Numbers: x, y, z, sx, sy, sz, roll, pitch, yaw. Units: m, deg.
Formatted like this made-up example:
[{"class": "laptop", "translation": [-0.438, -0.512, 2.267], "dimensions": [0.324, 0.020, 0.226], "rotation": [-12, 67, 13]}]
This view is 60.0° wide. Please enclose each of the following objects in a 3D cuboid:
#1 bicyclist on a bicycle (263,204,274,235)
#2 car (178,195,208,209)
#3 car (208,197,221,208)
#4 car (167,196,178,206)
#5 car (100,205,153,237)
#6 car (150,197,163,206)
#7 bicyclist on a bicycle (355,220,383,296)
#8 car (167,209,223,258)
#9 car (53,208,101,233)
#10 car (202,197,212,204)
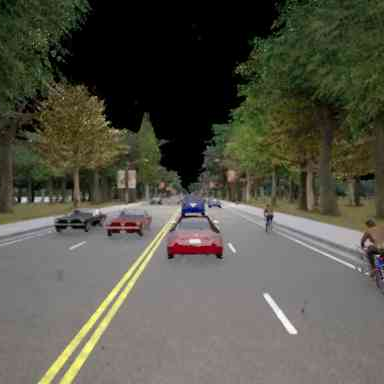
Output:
[{"class": "bicyclist on a bicycle", "translation": [4.145, 1.490, 17.975], "dimensions": [0.582, 1.620, 1.656], "rotation": [0, 0, 0]}, {"class": "car", "translation": [0.104, 1.294, 31.537], "dimensions": [2.150, 2.045, 5.566], "rotation": [0, 0, 0]}, {"class": "car", "translation": [3.360, 1.691, 50.523], "dimensions": [2.033, 1.411, 5.357], "rotation": [0, 0, 0]}, {"class": "car", "translation": [-3.271, 1.542, 59.987], "dimensions": [2.097, 1.767, 4.553], "rotation": [0, 0, 1]}, {"class": "car", "translation": [-3.345, 1.638, 18.381], "dimensions": [1.895, 1.301, 4.718], "rotation": [0, 0, 0]}, {"class": "car", "translation": [-6.520, 1.675, 61.467], "dimensions": [1.882, 1.535, 5.008], "rotation": [0, 0, 1]}, {"class": "bicyclist on a bicycle", "translation": [4.142, 1.467, 7.557], "dimensions": [0.582, 1.620, 1.656], "rotation": [0, 0, 0]}, {"class": "car", "translation": [0.101, 1.589, 12.922], "dimensions": [1.994, 1.385, 4.181], "rotation": [0, 0, 0]}, {"class": "car", "translation": [-6.595, 1.642, 20.076], "dimensions": [1.895, 1.301, 4.718], "rotation": [0, 0, 0]}, {"class": "car", "translation": [3.265, 1.823, 73.391], "dimensions": [1.994, 1.385, 4.181], "rotation": [0, 0, 0]}]
